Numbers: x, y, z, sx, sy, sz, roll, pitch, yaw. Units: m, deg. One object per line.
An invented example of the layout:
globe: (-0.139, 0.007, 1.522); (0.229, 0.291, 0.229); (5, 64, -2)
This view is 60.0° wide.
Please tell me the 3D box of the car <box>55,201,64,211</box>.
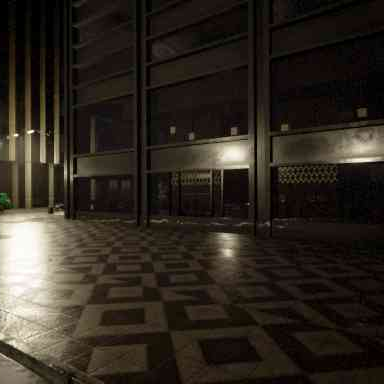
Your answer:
car: (-13.404, 1.323, 38.607); (1.882, 1.535, 5.008); (0, 0, 35)

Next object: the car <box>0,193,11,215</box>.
car: (-19.424, 1.110, 30.076); (2.150, 2.045, 5.566); (0, 0, 37)
